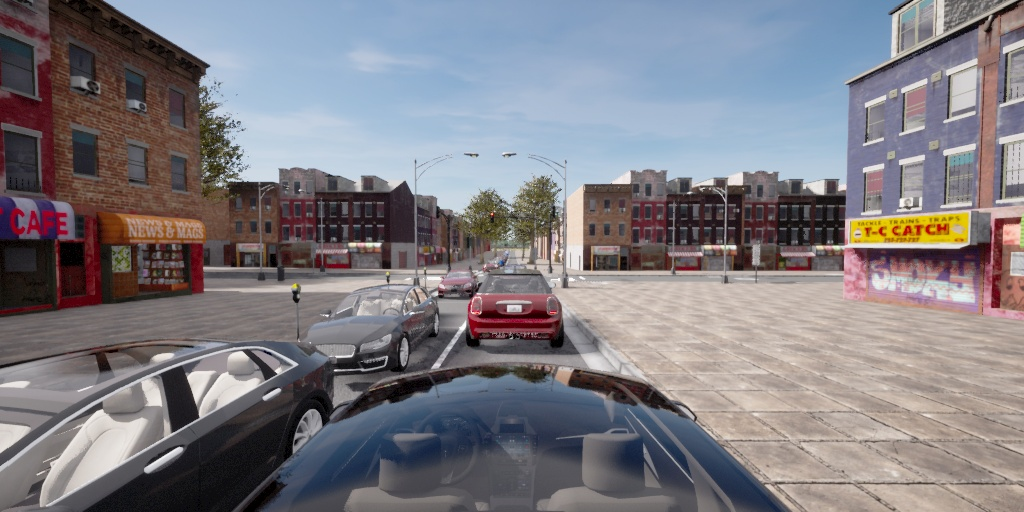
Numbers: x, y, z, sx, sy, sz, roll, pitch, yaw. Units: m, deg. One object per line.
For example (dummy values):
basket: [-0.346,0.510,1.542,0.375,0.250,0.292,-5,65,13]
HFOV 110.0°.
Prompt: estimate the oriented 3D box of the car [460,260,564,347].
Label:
car: [0.109,1.099,9.481,2.097,1.767,4.553,0,0,2]

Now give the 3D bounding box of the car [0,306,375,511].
car: [-2.640,1.300,1.988,2.007,1.370,4.403,0,0,0]

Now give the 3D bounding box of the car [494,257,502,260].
car: [-2.578,1.233,45.106,1.967,1.591,4.097,0,0,0]

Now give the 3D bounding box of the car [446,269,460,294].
car: [-2.617,1.332,18.330,1.802,1.307,4.207,0,0,0]

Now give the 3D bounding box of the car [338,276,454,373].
car: [-2.632,1.298,7.436,2.007,1.370,4.403,0,0,0]
